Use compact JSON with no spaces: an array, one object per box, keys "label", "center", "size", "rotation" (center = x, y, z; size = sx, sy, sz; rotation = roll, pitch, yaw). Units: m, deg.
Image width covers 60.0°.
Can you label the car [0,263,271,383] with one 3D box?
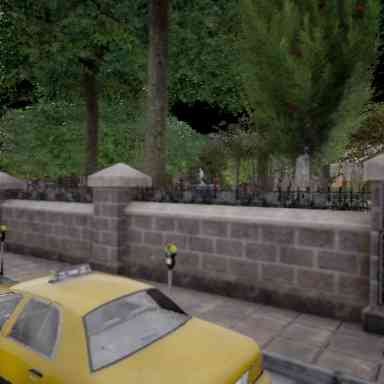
[{"label":"car","center":[-1.566,1.533,3.909],"size":[4.829,1.417,1.752],"rotation":[0,1,36]}]
